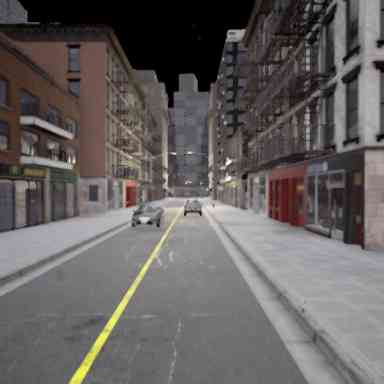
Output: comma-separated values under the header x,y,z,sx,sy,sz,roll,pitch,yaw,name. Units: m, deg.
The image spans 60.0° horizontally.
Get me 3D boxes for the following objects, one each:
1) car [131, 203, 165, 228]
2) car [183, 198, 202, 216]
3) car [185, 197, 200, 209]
x,y,z,sx,sy,sz,roll,pitch,yaw,name
-2.860,1.521,22.392,2.128,1.511,4.902,0,0,0,car
0.078,1.591,33.498,2.033,1.411,5.357,0,0,-1,car
0.059,1.552,48.728,2.128,1.511,4.902,0,0,0,car
